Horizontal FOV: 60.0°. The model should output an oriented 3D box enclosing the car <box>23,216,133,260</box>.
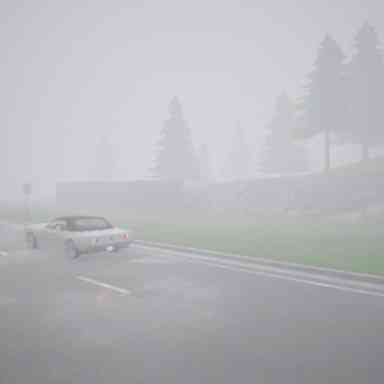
[{"bbox_3d":[-4.381,1.541,12.324,4.718,1.301,1.895,1,0,40],"label":"car"}]
